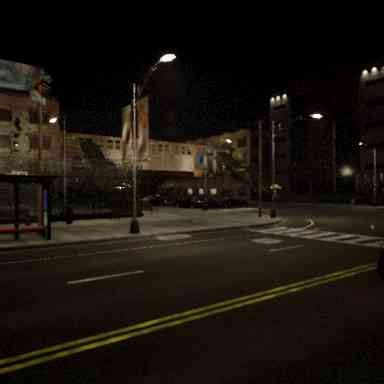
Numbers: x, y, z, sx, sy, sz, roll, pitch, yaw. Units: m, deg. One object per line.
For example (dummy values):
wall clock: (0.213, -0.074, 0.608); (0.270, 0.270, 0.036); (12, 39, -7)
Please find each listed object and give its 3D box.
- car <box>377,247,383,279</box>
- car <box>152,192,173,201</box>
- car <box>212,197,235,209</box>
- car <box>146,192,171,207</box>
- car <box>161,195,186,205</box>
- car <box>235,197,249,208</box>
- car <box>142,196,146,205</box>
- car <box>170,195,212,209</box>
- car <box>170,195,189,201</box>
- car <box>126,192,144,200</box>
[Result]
car: (6.541, 1.504, 8.393); (4.181, 1.385, 1.994); (0, 0, -35)
car: (-7.149, 0.994, 79.996); (2.435, 2.045, 5.566); (0, 0, -35)
car: (2.593, 1.393, 42.046); (2.033, 1.411, 5.357); (0, 0, -35)
car: (-3.991, 1.218, 46.322); (2.185, 1.767, 4.553); (0, 0, -35)
car: (-3.119, 1.303, 56.363); (1.882, 1.535, 5.008); (0, 0, -35)
car: (5.561, 1.389, 43.914); (1.994, 1.385, 4.181); (0, 0, -35)
car: (-6.534, 1.372, 55.135); (1.812, 1.442, 4.674); (0, 0, -35)
car: (-0.192, 1.342, 41.138); (2.097, 1.535, 5.008); (0, 0, -35)
car: (-2.870, 1.360, 73.963); (1.895, 1.301, 4.718); (0, 0, -35)
car: (-11.927, 0.794, 69.232); (2.097, 1.767, 4.553); (0, 0, -34)
